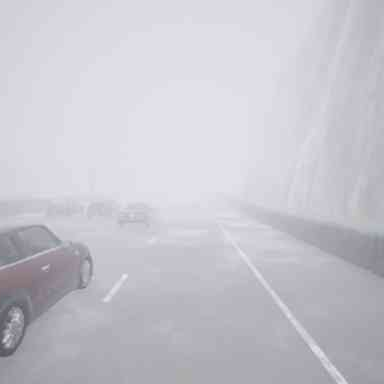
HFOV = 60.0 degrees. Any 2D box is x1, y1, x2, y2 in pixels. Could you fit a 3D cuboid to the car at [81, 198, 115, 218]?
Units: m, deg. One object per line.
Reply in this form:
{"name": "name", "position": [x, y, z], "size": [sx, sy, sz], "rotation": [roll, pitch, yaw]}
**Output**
{"name": "car", "position": [-6.899, 1.256, 26.520], "size": [1.837, 1.490, 4.892], "rotation": [0, 1, 0]}

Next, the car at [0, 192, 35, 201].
{"name": "car", "position": [-21.064, 0.863, 40.667], "size": [2.097, 1.767, 4.553], "rotation": [0, 1, 0]}

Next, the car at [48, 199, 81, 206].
{"name": "car", "position": [-10.396, 1.263, 27.441], "size": [1.812, 1.442, 4.674], "rotation": [0, 1, 0]}

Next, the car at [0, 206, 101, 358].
{"name": "car", "position": [-3.433, 1.317, 6.125], "size": [2.097, 1.767, 4.553], "rotation": [0, 0, 0]}

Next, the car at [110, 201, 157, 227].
{"name": "car", "position": [-3.423, 1.365, 21.428], "size": [2.033, 1.411, 5.357], "rotation": [0, 1, 0]}
